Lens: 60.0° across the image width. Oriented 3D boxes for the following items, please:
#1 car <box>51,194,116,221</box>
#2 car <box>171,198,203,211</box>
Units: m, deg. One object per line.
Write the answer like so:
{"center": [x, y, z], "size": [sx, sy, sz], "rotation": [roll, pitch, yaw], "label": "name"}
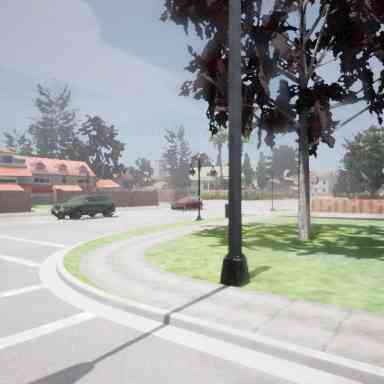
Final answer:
{"center": [-8.973, 1.222, 28.104], "size": [2.150, 2.045, 5.566], "rotation": [0, 0, 34], "label": "car"}
{"center": [-0.598, 1.477, 40.449], "size": [1.882, 1.535, 5.008], "rotation": [0, 0, 34], "label": "car"}
